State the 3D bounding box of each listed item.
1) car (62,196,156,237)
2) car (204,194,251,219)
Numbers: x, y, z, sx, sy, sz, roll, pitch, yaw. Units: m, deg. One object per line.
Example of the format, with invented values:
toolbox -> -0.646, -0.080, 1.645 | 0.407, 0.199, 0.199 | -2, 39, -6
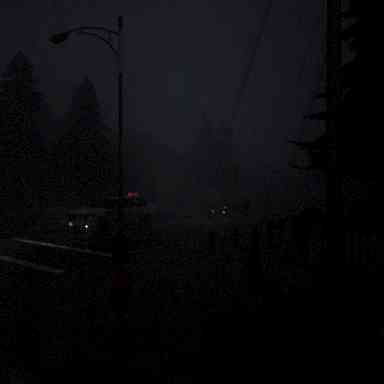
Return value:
car -> -4.420, 1.236, 18.700 | 2.150, 2.045, 5.566 | 0, 0, 35
car -> 3.300, 1.236, 29.735 | 2.150, 2.045, 5.566 | 0, 0, 35
